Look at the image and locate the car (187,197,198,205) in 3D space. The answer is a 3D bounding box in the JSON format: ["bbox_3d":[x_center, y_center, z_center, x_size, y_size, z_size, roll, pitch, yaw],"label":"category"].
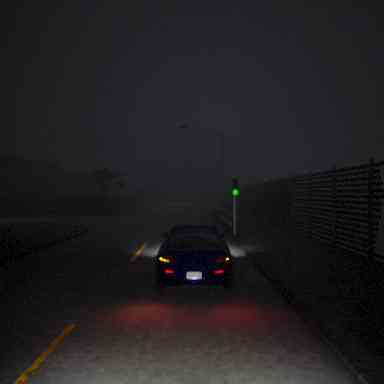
[{"bbox_3d":[0.072,1.892,70.836,1.837,1.490,4.892,0,0,0],"label":"car"}]

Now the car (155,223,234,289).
[{"bbox_3d":[0.068,1.577,9.215,1.812,1.442,4.674,0,0,1],"label":"car"}]
